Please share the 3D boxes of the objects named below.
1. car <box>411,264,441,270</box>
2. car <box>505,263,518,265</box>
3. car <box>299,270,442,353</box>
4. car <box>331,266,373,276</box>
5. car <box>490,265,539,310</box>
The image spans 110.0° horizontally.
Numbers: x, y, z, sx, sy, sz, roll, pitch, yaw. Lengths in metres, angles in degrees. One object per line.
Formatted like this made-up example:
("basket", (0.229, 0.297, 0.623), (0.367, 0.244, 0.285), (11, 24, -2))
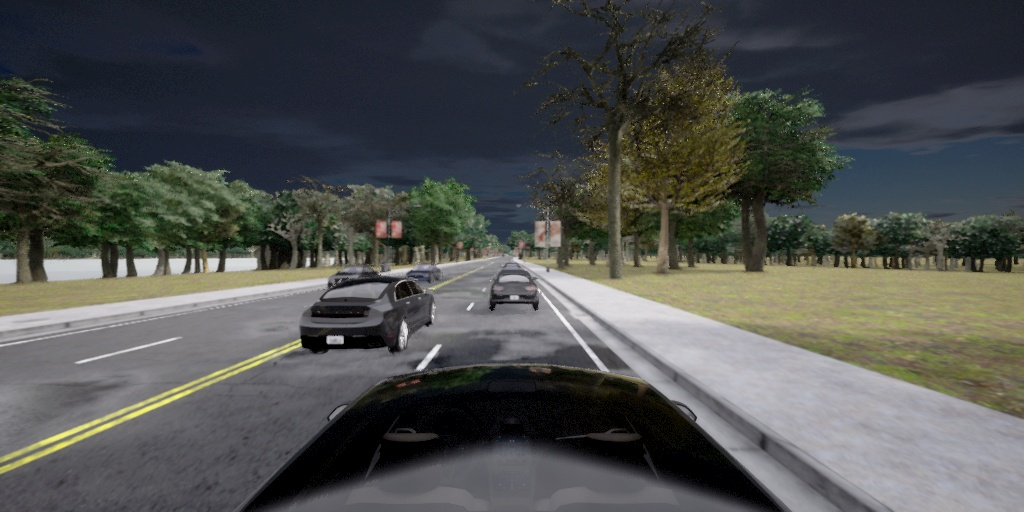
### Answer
("car", (-6.627, 1.308, 27.368), (2.033, 1.411, 5.357), (0, 0, 0))
("car", (-0.010, 1.330, 35.170), (1.994, 1.385, 4.181), (0, 0, 0))
("car", (-3.157, 1.256, 8.820), (1.837, 1.490, 4.892), (0, 0, 0))
("car", (-9.878, 1.322, 22.675), (1.994, 1.385, 4.181), (0, 0, 0))
("car", (0.081, 1.279, 14.681), (1.812, 1.442, 4.674), (0, 0, 0))
